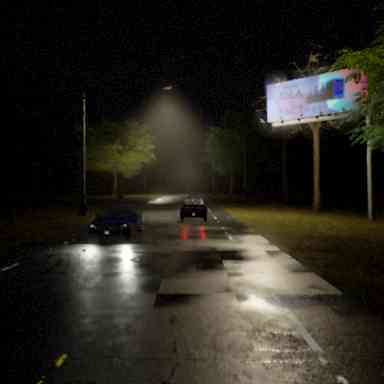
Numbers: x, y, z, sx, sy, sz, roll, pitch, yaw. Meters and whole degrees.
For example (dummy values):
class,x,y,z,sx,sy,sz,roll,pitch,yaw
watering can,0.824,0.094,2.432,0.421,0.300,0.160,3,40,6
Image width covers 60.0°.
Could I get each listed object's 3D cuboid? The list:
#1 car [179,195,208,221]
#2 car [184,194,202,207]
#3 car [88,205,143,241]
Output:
class,x,y,z,sx,sy,sz,roll,pitch,yaw
car,0.121,1.223,24.212,2.128,1.511,4.902,0,1,0
car,0.138,1.030,41.339,2.033,1.411,5.357,0,1,0
car,-3.486,1.364,15.938,1.812,1.442,4.674,0,1,0
